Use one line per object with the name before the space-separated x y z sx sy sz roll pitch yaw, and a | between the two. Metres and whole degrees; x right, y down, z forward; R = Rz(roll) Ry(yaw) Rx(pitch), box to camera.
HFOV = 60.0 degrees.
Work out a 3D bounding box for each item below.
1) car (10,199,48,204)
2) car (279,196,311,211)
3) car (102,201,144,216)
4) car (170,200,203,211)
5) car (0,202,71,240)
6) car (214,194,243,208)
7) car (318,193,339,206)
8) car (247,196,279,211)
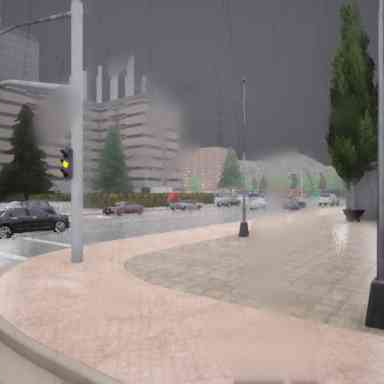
car | -12.480 1.352 24.376 2.097 1.767 4.553 0 0 36
car | 12.693 1.563 40.806 1.994 1.385 4.181 0 0 36
car | -6.636 1.564 32.426 1.994 1.385 4.181 0 0 36
car | -0.665 1.601 40.619 1.895 1.301 4.718 0 0 36
car | -8.713 1.504 17.316 1.837 1.490 4.892 0 0 36
car | 5.484 1.505 49.009 1.837 1.490 4.892 0 0 37
car | 22.084 1.222 53.720 2.150 2.045 5.566 0 0 36
car | 8.702 1.525 41.265 1.812 1.442 4.674 0 0 36
